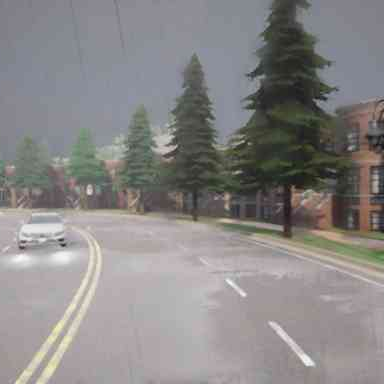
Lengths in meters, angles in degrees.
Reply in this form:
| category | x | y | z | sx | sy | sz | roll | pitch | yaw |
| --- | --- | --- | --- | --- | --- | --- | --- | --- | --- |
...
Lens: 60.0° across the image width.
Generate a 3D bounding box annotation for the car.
| category | x | y | z | sx | sy | sz | roll | pitch | yaw |
| --- | --- | --- | --- | --- | --- | --- | --- | --- | --- |
| car | -6.756 | 1.660 | 15.351 | 1.812 | 1.442 | 4.674 | 0 | 0 | -21 |
